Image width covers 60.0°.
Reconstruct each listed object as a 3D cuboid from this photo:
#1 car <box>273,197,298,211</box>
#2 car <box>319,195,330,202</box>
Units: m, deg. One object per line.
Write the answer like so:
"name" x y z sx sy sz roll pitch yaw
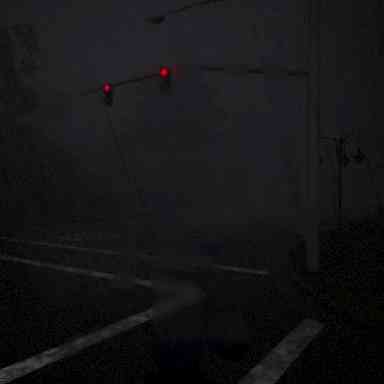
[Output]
"car" 11.322 1.405 40.096 2.128 1.511 4.902 0 0 35
"car" 20.783 1.108 53.418 1.882 1.535 5.008 0 0 35
